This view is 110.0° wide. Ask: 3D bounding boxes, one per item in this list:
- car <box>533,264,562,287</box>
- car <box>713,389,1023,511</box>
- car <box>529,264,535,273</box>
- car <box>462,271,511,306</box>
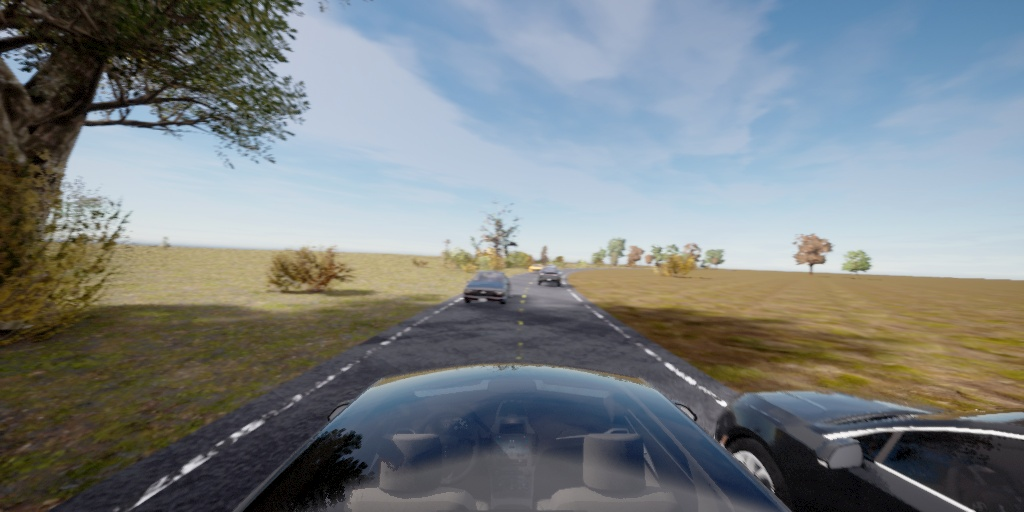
[{"bbox_3d":[3.188,1.717,30.635,2.128,1.511,4.902,2,-1,6],"label":"car"},{"bbox_3d":[2.682,1.366,1.165,1.837,1.490,4.892,3,-1,0],"label":"car"},{"bbox_3d":[4.009,2.040,57.616,1.882,1.535,5.008,2,-1,11],"label":"car"},{"bbox_3d":[-1.033,1.435,17.238,2.033,1.411,5.357,2,-1,3],"label":"car"}]
